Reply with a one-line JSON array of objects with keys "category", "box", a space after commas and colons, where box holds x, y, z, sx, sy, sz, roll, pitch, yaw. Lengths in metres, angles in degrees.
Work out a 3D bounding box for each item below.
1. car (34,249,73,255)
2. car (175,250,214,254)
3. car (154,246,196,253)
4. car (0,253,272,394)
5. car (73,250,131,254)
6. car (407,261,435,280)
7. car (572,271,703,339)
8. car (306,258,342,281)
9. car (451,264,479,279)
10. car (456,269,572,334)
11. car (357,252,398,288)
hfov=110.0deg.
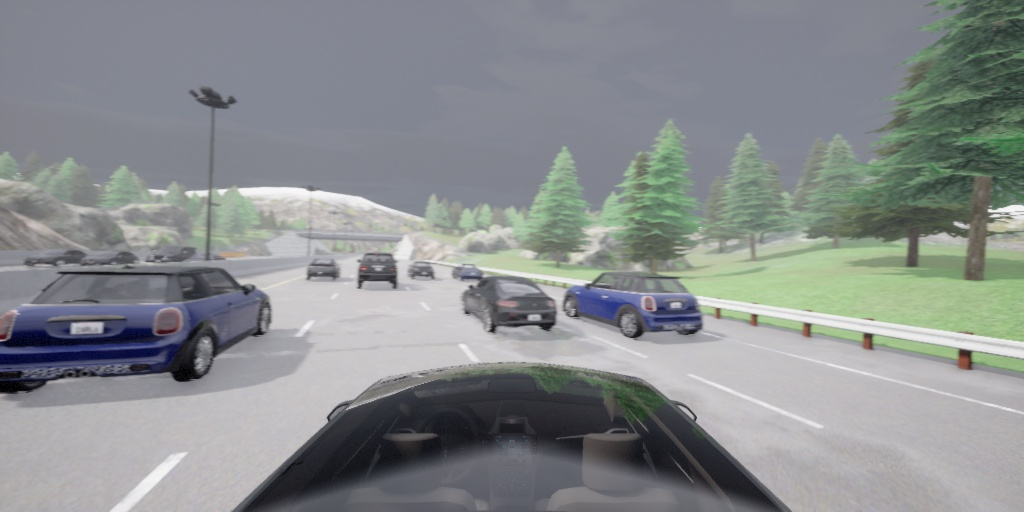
[{"category": "car", "box": [-37.767, 0.163, 29.970, 1.837, 1.490, 4.892, 2, -1, -21]}, {"category": "car", "box": [-27.274, 0.498, 31.912, 2.128, 1.511, 4.902, 2, 0, -21]}, {"category": "car", "box": [-31.690, 0.095, 33.699, 2.150, 2.045, 5.566, 2, -1, -21]}, {"category": "car", "box": [-6.134, 0.925, 6.567, 2.097, 1.767, 4.553, 2, 0, -20]}, {"category": "car", "box": [-34.345, 0.278, 30.814, 1.837, 1.490, 4.892, 2, -1, -21]}, {"category": "car", "box": [-7.659, 1.160, 30.139, 1.812, 1.442, 4.674, 2, 0, -21]}, {"category": "car", "box": [3.397, 1.255, 11.026, 2.097, 1.767, 4.553, 2, 0, -20]}, {"category": "car", "box": [-13.511, 0.916, 25.916, 2.128, 1.511, 4.902, 2, 0, -21]}, {"category": "car", "box": [-3.729, 1.324, 29.709, 1.994, 1.385, 4.181, 2, 0, -21]}, {"category": "car", "box": [-0.249, 1.310, 10.833, 1.812, 1.442, 4.674, 2, 0, -20]}, {"category": "car", "box": [-8.152, 0.800, 21.786, 2.150, 2.045, 5.566, 2, 0, -21]}]
